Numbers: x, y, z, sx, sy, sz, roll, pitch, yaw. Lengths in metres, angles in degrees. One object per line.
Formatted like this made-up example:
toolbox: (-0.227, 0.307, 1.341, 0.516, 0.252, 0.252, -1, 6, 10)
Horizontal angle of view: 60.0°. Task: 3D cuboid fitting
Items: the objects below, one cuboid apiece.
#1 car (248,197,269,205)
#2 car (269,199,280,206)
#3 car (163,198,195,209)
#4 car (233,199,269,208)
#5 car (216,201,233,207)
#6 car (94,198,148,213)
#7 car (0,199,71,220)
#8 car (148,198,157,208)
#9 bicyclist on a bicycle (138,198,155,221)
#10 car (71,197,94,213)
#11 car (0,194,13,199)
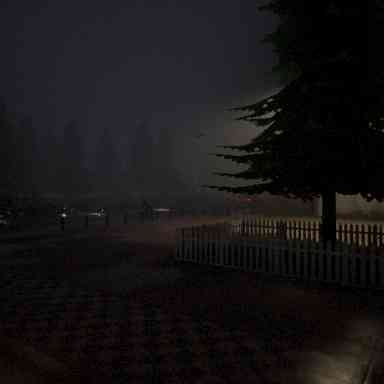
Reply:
car: (11.540, 1.561, 57.825, 1.994, 1.385, 4.181, 0, 0, 36)
car: (14.342, 1.545, 55.718, 2.033, 1.411, 5.357, 0, 0, 36)
car: (-1.646, 1.544, 45.649, 2.033, 1.411, 5.357, 0, 0, 36)
car: (8.432, 1.219, 47.417, 2.150, 2.045, 5.566, 0, 0, 36)
car: (5.269, 1.561, 49.009, 1.994, 1.385, 4.181, 0, 0, 35)
car: (-7.814, 1.544, 37.020, 2.033, 1.411, 5.357, 0, 0, 35)
car: (-13.660, 1.544, 28.824, 2.033, 1.411, 5.357, 0, 0, 35)
car: (-6.601, 1.522, 44.745, 1.812, 1.442, 4.674, 0, 0, 36)
bicyclist on a bicycle: (-3.355, 1.300, 24.356, 1.656, 1.620, 0.582, 0, 0, 35)
car: (-12.546, 1.348, 36.412, 2.097, 1.767, 4.553, 0, 0, 36)
car: (-18.147, 1.218, 28.558, 2.150, 2.045, 5.566, 0, 0, 35)
